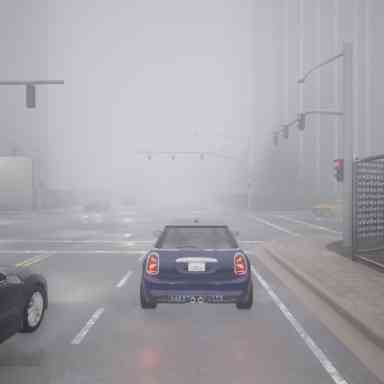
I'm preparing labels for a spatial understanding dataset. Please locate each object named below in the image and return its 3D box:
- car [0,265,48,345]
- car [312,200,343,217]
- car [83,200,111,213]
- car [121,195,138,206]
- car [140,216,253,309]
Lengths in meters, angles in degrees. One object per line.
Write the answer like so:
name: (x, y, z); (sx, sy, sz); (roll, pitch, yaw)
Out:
car: (-3.431, 1.505, 3.903); (1.837, 1.490, 4.892); (0, 0, 0)
car: (13.330, 1.422, 29.747); (5.008, 1.535, 1.882); (0, 0, 0)
car: (-10.520, 1.601, 37.046); (1.895, 1.301, 4.718); (0, 0, 0)
car: (-10.464, 1.353, 55.554); (2.097, 1.767, 4.553); (0, 0, 0)
car: (0.096, 1.352, 8.028); (2.097, 1.767, 4.553); (0, 0, 0)
